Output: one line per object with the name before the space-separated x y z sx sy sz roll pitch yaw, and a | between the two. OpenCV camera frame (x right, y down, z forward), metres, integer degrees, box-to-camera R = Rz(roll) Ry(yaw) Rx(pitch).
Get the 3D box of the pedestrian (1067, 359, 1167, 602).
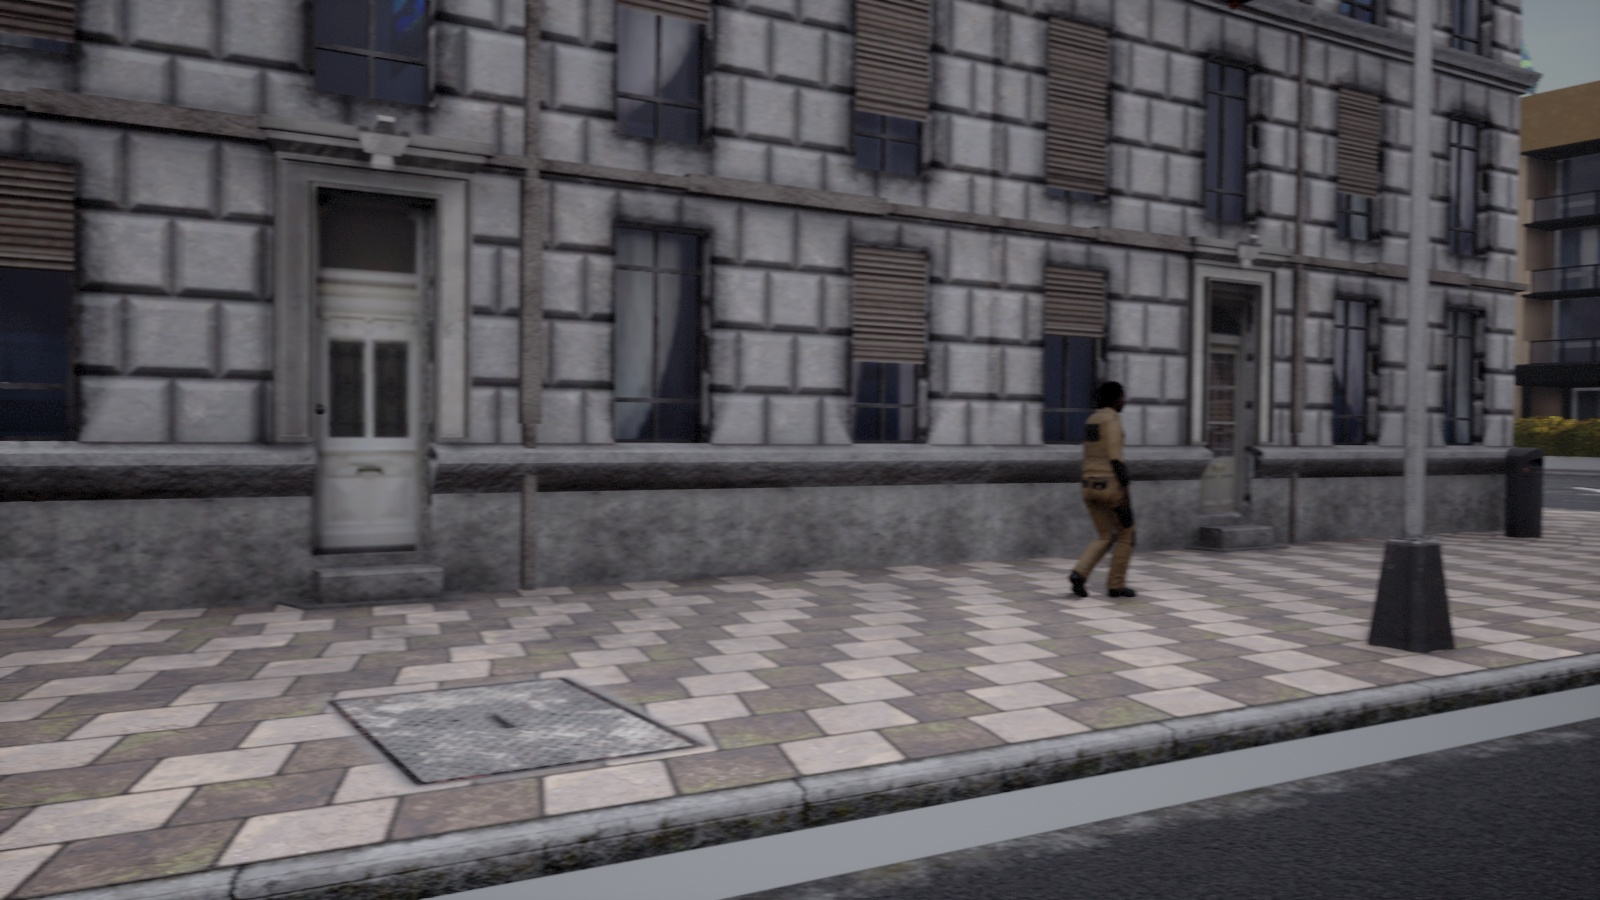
pedestrian | 2.594 0.238 10.281 0.692 1.930 0.396 -1 1 -24
